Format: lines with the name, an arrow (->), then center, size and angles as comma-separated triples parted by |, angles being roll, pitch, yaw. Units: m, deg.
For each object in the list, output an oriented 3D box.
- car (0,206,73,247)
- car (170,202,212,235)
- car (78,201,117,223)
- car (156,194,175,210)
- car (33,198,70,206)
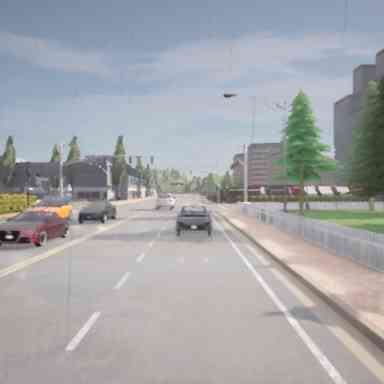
car -> -7.087, 1.559, 14.925 | 1.994, 1.385, 4.181 | 0, 0, 1
car -> 0.100, 1.485, 18.579 | 2.128, 1.511, 4.902 | 0, 0, 0
car -> -7.071, 1.470, 25.309 | 1.882, 1.535, 5.008 | 0, 0, 0
car -> -3.425, 1.210, 43.604 | 2.150, 2.045, 5.566 | 0, 0, 0
car -> -10.573, 1.344, 24.724 | 2.097, 1.767, 4.553 | 0, 0, 0
